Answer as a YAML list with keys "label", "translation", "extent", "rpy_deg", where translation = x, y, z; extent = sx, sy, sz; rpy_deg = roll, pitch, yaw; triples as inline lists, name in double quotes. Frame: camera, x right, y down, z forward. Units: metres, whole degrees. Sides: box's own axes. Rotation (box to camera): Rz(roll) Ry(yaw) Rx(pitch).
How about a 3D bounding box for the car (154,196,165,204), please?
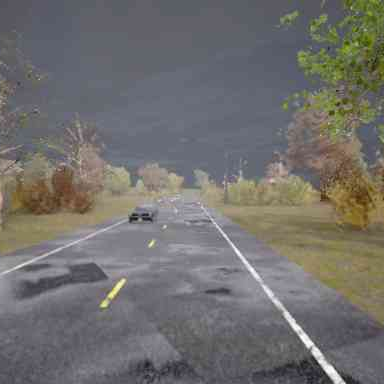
- label: "car"
  translation: [-6.630, 1.599, 67.113]
  extent: [2.128, 1.511, 4.902]
  rpy_deg: [0, 0, -6]

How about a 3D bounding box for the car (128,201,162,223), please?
- label: "car"
  translation: [-3.677, 1.654, 25.730]
  extent: [1.895, 1.301, 4.718]
  rpy_deg: [0, 0, 0]
